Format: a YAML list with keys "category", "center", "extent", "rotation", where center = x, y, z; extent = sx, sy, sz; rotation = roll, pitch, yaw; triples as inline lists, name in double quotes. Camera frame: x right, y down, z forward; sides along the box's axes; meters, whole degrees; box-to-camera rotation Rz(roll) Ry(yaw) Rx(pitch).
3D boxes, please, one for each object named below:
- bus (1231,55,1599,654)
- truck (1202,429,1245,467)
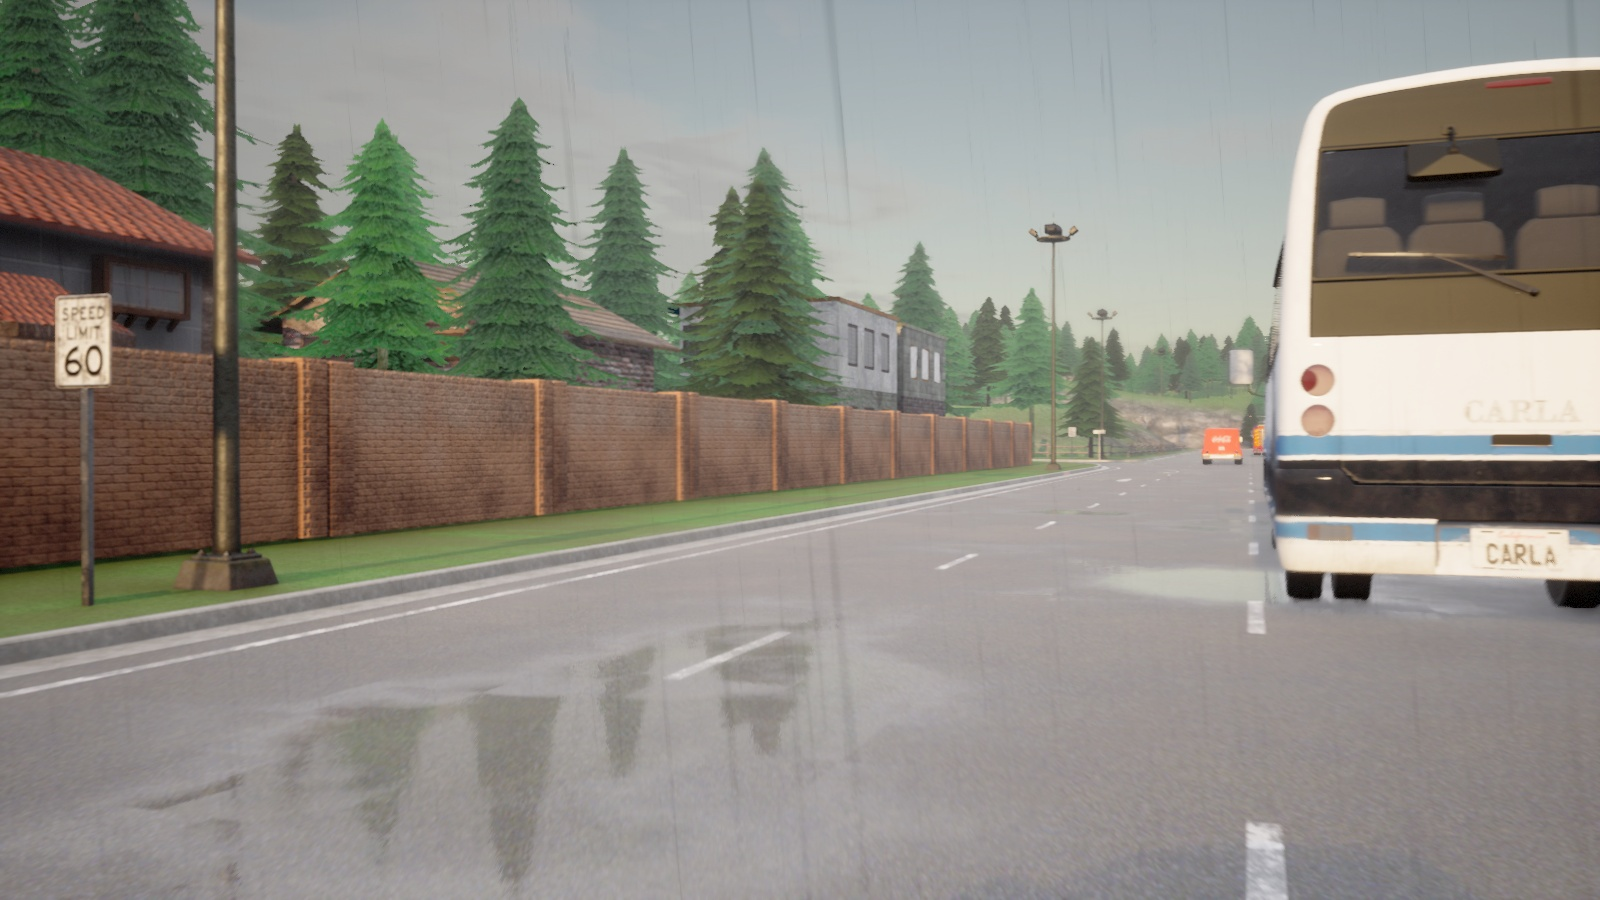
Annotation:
- category: "bus"
  center: [6.943, -0.705, 13.921]
  extent: [3.944, 4.253, 10.273]
  rotation: [0, 0, 20]
- category: "truck"
  center: [28.649, -0.200, 84.798]
  extent: [2.627, 2.467, 5.204]
  rotation: [0, 1, 20]
